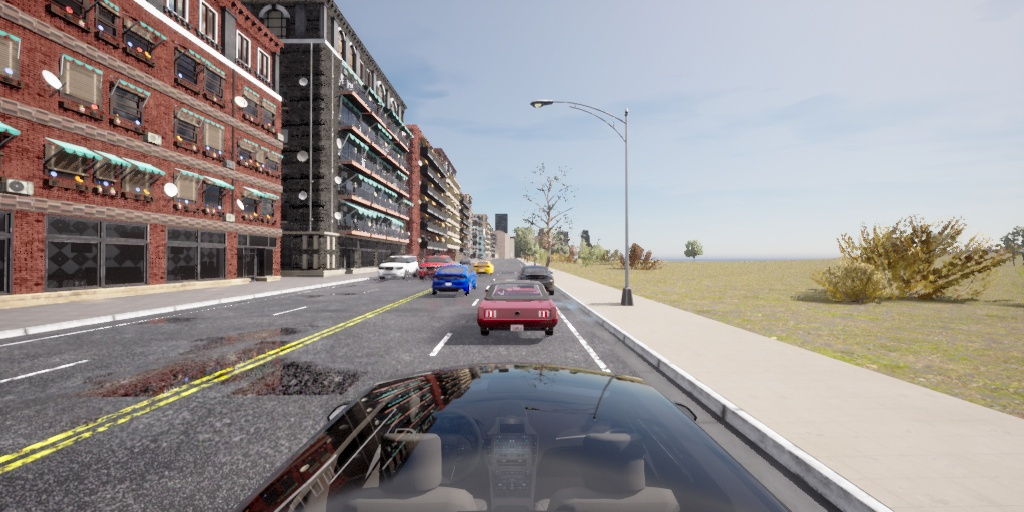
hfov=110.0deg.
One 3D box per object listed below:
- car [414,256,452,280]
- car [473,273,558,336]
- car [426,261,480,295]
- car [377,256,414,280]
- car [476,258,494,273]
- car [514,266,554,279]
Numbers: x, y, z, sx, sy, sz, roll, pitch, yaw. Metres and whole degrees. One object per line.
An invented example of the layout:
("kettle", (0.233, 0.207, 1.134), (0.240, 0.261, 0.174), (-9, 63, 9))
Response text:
("car", (-6.478, 0.975, 31.154), (2.150, 2.045, 5.566), (0, 0, 0))
("car", (0.136, 1.353, 10.390), (1.895, 1.301, 4.718), (0, 0, 0))
("car", (-3.075, 1.231, 19.846), (1.882, 1.535, 5.008), (0, 0, 0))
("car", (-9.726, 0.975, 31.112), (2.150, 2.045, 5.566), (0, 0, 0))
("car", (-2.996, 1.231, 38.243), (1.882, 1.535, 5.008), (0, 0, 0))
("car", (1.212, 1.258, 19.591), (1.837, 1.490, 4.892), (0, 0, 0))
